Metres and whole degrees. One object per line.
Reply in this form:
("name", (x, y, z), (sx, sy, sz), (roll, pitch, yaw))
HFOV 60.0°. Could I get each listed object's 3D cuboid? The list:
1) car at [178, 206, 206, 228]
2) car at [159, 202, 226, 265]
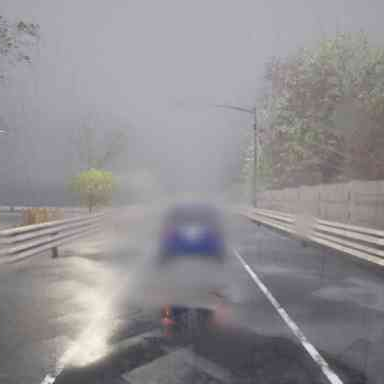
("car", (0.028, 1.910, 26.708), (2.033, 1.411, 5.357), (0, -1, 0))
("car", (0.031, 1.393, 12.520), (2.150, 2.045, 5.566), (0, 0, 0))
